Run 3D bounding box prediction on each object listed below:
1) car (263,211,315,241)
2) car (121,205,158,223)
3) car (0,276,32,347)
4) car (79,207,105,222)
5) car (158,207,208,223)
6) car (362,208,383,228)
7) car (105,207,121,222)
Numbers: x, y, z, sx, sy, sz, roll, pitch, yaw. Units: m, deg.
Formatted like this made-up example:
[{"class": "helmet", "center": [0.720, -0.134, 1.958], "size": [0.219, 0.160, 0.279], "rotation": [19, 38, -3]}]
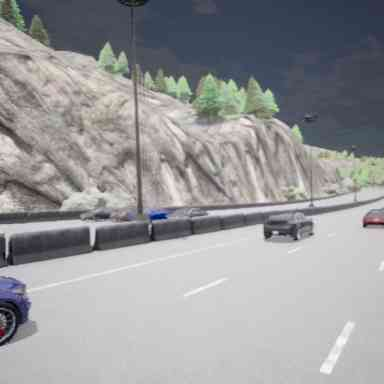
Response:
[{"class": "car", "center": [5.680, 1.883, 19.185], "size": [1.837, 1.490, 4.892], "rotation": [-1, -2, 34]}, {"class": "car", "center": [-3.795, 2.156, 30.463], "size": [1.882, 1.535, 5.008], "rotation": [-1, -1, 35]}, {"class": "car", "center": [-4.554, 1.653, 4.286], "size": [1.812, 1.442, 4.674], "rotation": [-1, -1, 34]}, {"class": "car", "center": [-9.440, 2.328, 34.604], "size": [1.812, 1.442, 4.674], "rotation": [-1, -1, 35]}, {"class": "car", "center": [-0.400, 2.122, 29.222], "size": [2.128, 1.511, 4.902], "rotation": [-1, -1, 35]}, {"class": "car", "center": [14.691, 2.030, 26.119], "size": [1.994, 1.385, 4.181], "rotation": [-1, -2, 34]}, {"class": "car", "center": [-6.045, 2.107, 33.370], "size": [2.097, 1.767, 4.553], "rotation": [-1, -1, 35]}]
